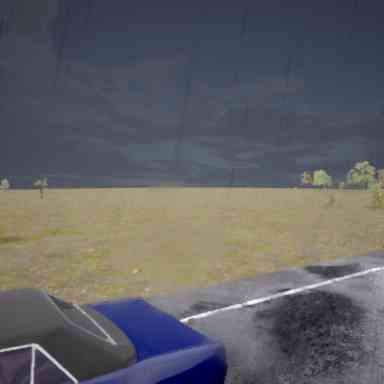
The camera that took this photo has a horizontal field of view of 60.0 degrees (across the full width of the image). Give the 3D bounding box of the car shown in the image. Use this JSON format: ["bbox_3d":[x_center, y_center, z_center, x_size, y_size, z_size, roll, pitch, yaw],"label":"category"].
[{"bbox_3d":[-2.079,1.612,2.500,4.718,1.301,1.895,0,0,-35],"label":"car"}]
